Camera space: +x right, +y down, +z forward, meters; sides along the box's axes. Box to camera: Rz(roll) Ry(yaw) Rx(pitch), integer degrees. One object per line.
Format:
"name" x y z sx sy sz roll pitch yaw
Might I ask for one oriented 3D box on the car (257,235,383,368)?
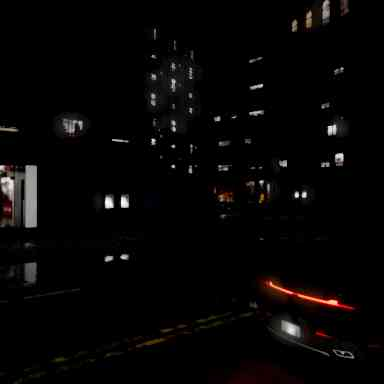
"car" 3.261 1.507 5.639 4.892 1.490 1.837 0 0 -35

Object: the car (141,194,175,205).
"car" -4.345 0.961 42.564 4.206 1.307 1.802 1 0 37

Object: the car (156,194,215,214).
"car" -0.585 1.137 29.243 4.403 1.369 2.008 1 0 37

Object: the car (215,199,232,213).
"car" 1.447 1.128 30.938 4.674 1.442 1.812 2 1 37

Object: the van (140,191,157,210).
"van" -4.993 0.816 32.568 3.998 1.788 1.690 1 0 37

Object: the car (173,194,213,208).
"car" 0.069 1.040 39.241 4.403 1.369 2.008 1 0 37
